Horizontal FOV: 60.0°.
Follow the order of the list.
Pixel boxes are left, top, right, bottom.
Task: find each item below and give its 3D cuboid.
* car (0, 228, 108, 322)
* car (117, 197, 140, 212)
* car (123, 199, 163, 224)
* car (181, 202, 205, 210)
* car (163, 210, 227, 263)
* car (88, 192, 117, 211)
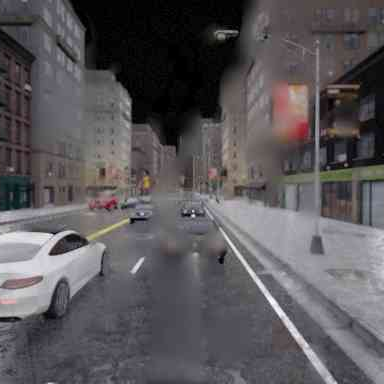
[{"bbox_3d":[-3.166,1.492,7.104,1.812,1.442,4.674,0,1,0],"label":"car"},{"bbox_3d":[-6.587,1.310,36.948,1.882,1.535,5.008,0,0,0],"label":"car"},{"bbox_3d":[-3.161,1.440,23.635,2.033,1.411,5.357,0,0,0],"label":"car"},{"bbox_3d":[0.096,1.477,27.021,1.895,1.301,4.718,0,0,0],"label":"car"},{"bbox_3d":[0.094,1.546,11.743,1.895,1.301,4.718,0,0,0],"label":"car"},{"bbox_3d":[-9.836,1.051,37.293,2.150,2.045,5.566,0,0,0],"label":"car"}]
